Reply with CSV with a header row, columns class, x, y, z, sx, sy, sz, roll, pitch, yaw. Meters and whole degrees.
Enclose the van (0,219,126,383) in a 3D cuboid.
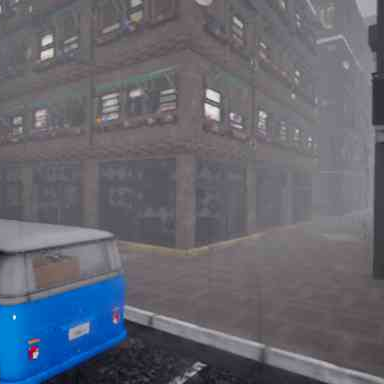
class,x,y,z,sx,sy,sz,roll,pitch,yaw
van,-2.786,1.337,4.843,3.998,1.788,1.690,0,1,35
